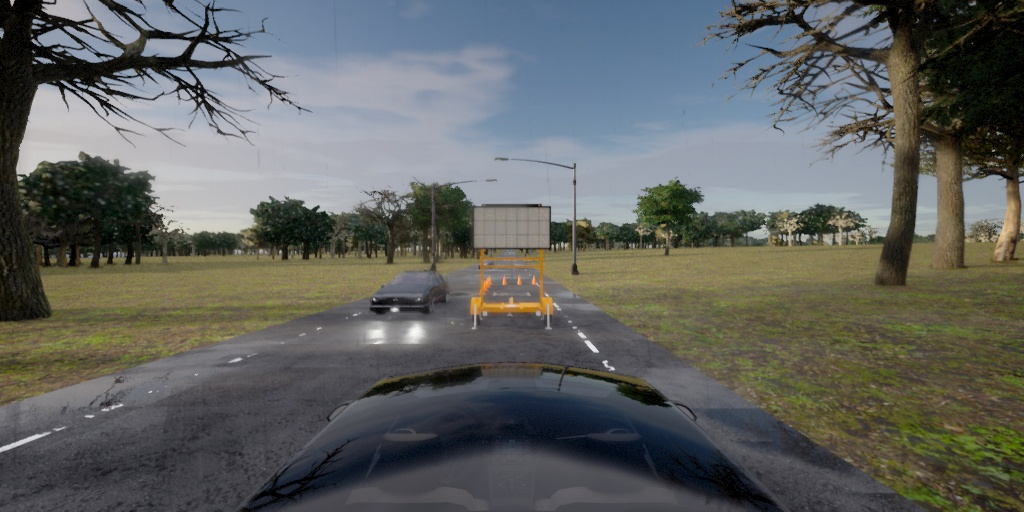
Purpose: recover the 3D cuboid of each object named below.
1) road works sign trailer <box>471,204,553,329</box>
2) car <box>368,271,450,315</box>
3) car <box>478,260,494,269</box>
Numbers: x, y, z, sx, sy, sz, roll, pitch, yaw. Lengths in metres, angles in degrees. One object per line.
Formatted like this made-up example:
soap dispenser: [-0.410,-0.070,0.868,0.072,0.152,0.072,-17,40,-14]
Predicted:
road works sign trailer: [-0.005,0.196,11.128,2.380,3.560,2.880,0,0,0]
car: [-3.605,1.271,13.716,2.033,1.411,5.357,0,0,0]
car: [-3.523,1.008,48.635,2.128,1.511,4.902,0,0,0]
